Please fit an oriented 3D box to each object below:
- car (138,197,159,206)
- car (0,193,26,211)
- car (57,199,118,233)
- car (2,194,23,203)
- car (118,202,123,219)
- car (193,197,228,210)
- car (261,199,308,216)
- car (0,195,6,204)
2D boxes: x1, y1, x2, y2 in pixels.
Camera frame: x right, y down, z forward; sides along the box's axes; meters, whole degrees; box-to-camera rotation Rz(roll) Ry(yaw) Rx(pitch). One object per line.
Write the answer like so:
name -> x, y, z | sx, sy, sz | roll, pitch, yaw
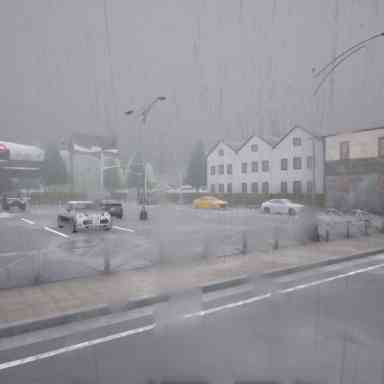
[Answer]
car -> -6.822, 1.424, 51.958 | 1.994, 1.385, 4.181 | 0, 0, -35
car -> -20.255, 1.092, 37.855 | 1.905, 1.878, 3.866 | 0, 0, -36
car -> -5.731, 1.248, 17.595 | 1.970, 1.475, 3.806 | 0, 0, -36
car -> -39.404, 1.328, 72.930 | 3.866, 1.878, 1.905 | 0, 0, -36
car -> -6.864, 1.313, 25.457 | 2.007, 1.523, 4.514 | 0, 0, -36
car -> 2.152, 1.301, 39.217 | 1.882, 1.535, 5.008 | 0, 0, -35
car -> 8.397, 1.349, 30.482 | 1.812, 1.442, 4.674 | 0, 0, -36
car -> -39.629, 1.495, 65.801 | 4.611, 1.667, 2.242 | 0, 0, -36
